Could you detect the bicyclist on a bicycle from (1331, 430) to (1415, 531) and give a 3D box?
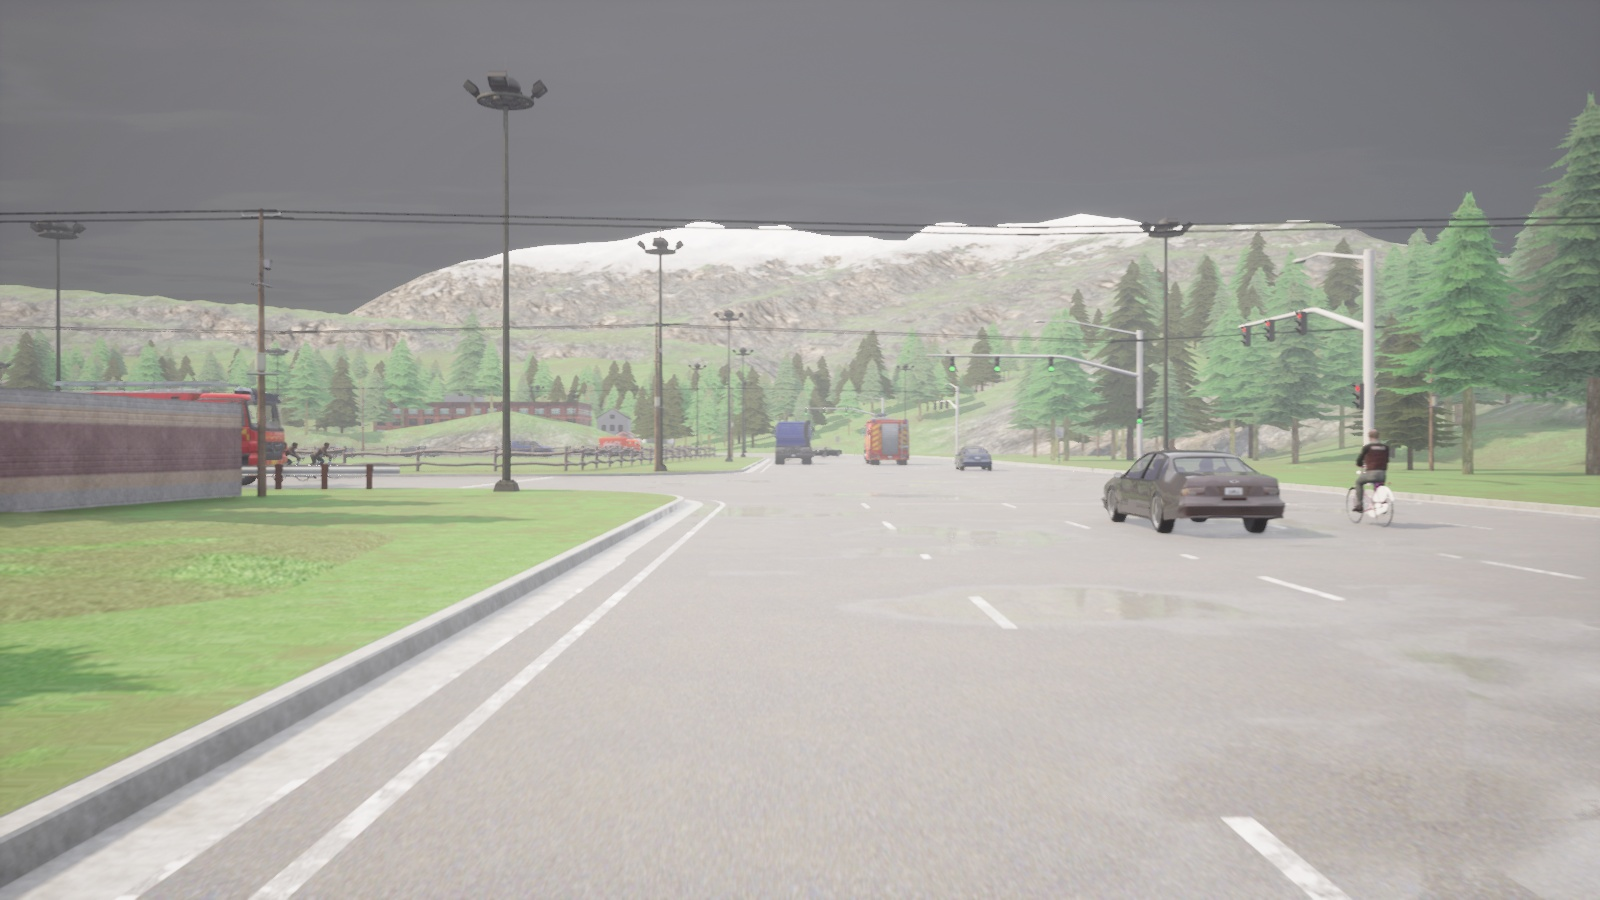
[{"bbox_3d":[10.404,0.530,22.864,0.659,1.776,1.843,0,0,0],"label":"bicyclist on a bicycle"}]

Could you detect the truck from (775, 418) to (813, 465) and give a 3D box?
[{"bbox_3d":[-0.467,-0.637,97.482,2.891,3.462,7.936,0,0,0],"label":"truck"}]

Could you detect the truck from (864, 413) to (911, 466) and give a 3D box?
[{"bbox_3d":[6.543,-0.807,95.352,2.891,3.827,8.468,0,0,0],"label":"truck"}]

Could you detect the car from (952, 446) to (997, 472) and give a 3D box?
[{"bbox_3d":[10.105,0.499,73.030,2.033,1.411,5.357,0,0,2],"label":"car"}]

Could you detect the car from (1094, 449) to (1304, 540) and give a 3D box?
[{"bbox_3d":[6.907,0.706,22.440,2.033,1.411,5.357,0,0,0],"label":"car"}]

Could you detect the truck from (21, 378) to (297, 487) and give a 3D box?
[{"bbox_3d":[-23.032,-0.619,45.436,8.468,3.827,2.891,0,0,-1],"label":"truck"}]
